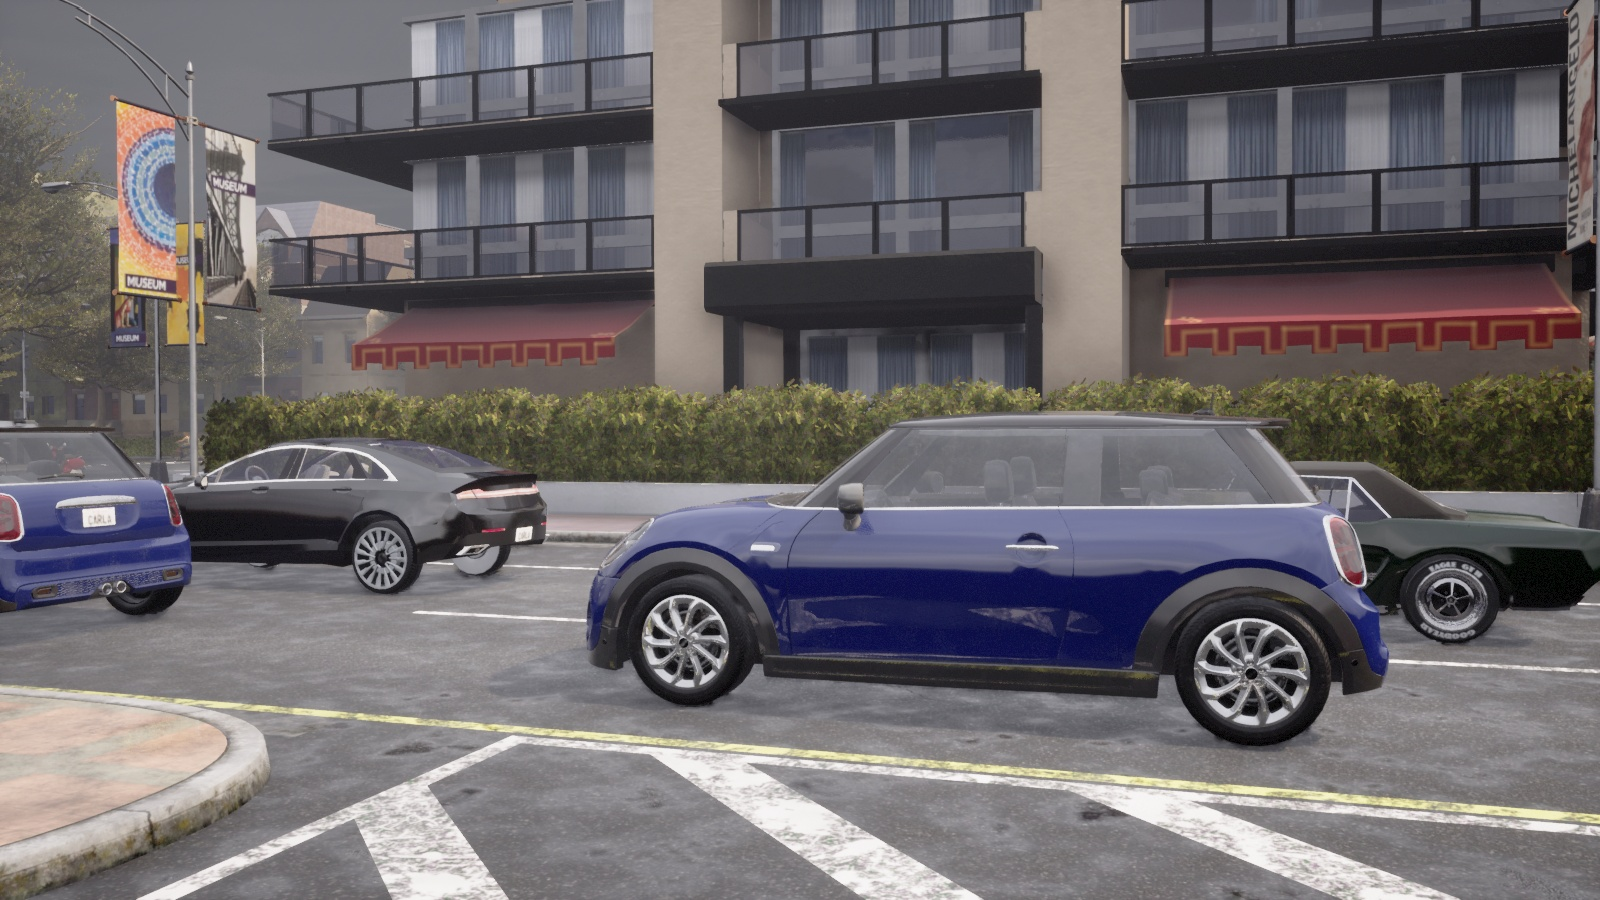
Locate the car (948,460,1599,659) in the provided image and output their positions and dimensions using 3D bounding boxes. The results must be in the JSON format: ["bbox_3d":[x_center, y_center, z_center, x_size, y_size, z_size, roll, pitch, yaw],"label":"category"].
[{"bbox_3d":[3.746,0.775,10.374,4.718,1.301,1.895,1,1,19],"label":"car"}]

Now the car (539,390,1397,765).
[{"bbox_3d":[0.966,0.567,7.615,4.553,1.767,2.097,1,1,18],"label":"car"}]

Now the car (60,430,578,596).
[{"bbox_3d":[-5.065,0.550,13.338,4.902,1.511,2.128,1,1,19],"label":"car"}]

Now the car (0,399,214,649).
[{"bbox_3d":[-7.503,0.489,10.465,4.553,1.767,2.097,1,1,19],"label":"car"}]
